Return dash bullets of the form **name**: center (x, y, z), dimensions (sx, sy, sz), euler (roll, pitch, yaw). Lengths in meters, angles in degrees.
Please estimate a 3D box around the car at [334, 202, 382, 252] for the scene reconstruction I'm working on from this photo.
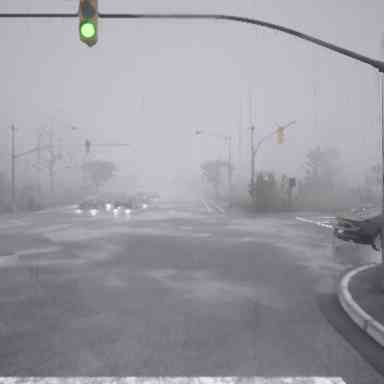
- **car**: center (7.977, 1.303, 12.507), dimensions (5.008, 1.535, 1.882), euler (0, 1, -3)

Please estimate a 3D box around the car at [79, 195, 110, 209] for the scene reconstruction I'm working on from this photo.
- **car**: center (-10.588, 1.013, 35.667), dimensions (1.812, 1.442, 4.674), euler (0, 1, 0)

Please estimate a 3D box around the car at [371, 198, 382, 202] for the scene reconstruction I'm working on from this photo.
- **car**: center (13.718, 1.154, 23.447), dimensions (4.902, 1.511, 2.128), euler (0, 1, -3)

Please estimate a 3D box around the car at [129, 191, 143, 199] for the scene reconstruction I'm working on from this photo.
- **car**: center (-10.494, 0.508, 62.894), dimensions (1.994, 1.385, 4.181), euler (0, 2, 0)

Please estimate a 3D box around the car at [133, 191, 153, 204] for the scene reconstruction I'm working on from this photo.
- **car**: center (-7.079, 0.679, 46.243), dimensions (2.097, 1.767, 4.553), euler (0, 1, 0)

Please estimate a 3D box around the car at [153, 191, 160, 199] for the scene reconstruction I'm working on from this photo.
- **car**: center (-7.004, 0.545, 61.590), dimensions (1.994, 1.385, 4.181), euler (0, 2, 0)

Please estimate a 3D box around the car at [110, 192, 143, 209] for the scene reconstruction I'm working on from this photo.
- **car**: center (-7.089, 1.025, 36.355), dimensions (2.033, 1.411, 5.357), euler (0, 1, 0)

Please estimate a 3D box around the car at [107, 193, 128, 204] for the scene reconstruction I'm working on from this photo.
- **car**: center (-10.577, 0.910, 47.264), dimensions (1.895, 1.301, 4.718), euler (0, 1, 0)
